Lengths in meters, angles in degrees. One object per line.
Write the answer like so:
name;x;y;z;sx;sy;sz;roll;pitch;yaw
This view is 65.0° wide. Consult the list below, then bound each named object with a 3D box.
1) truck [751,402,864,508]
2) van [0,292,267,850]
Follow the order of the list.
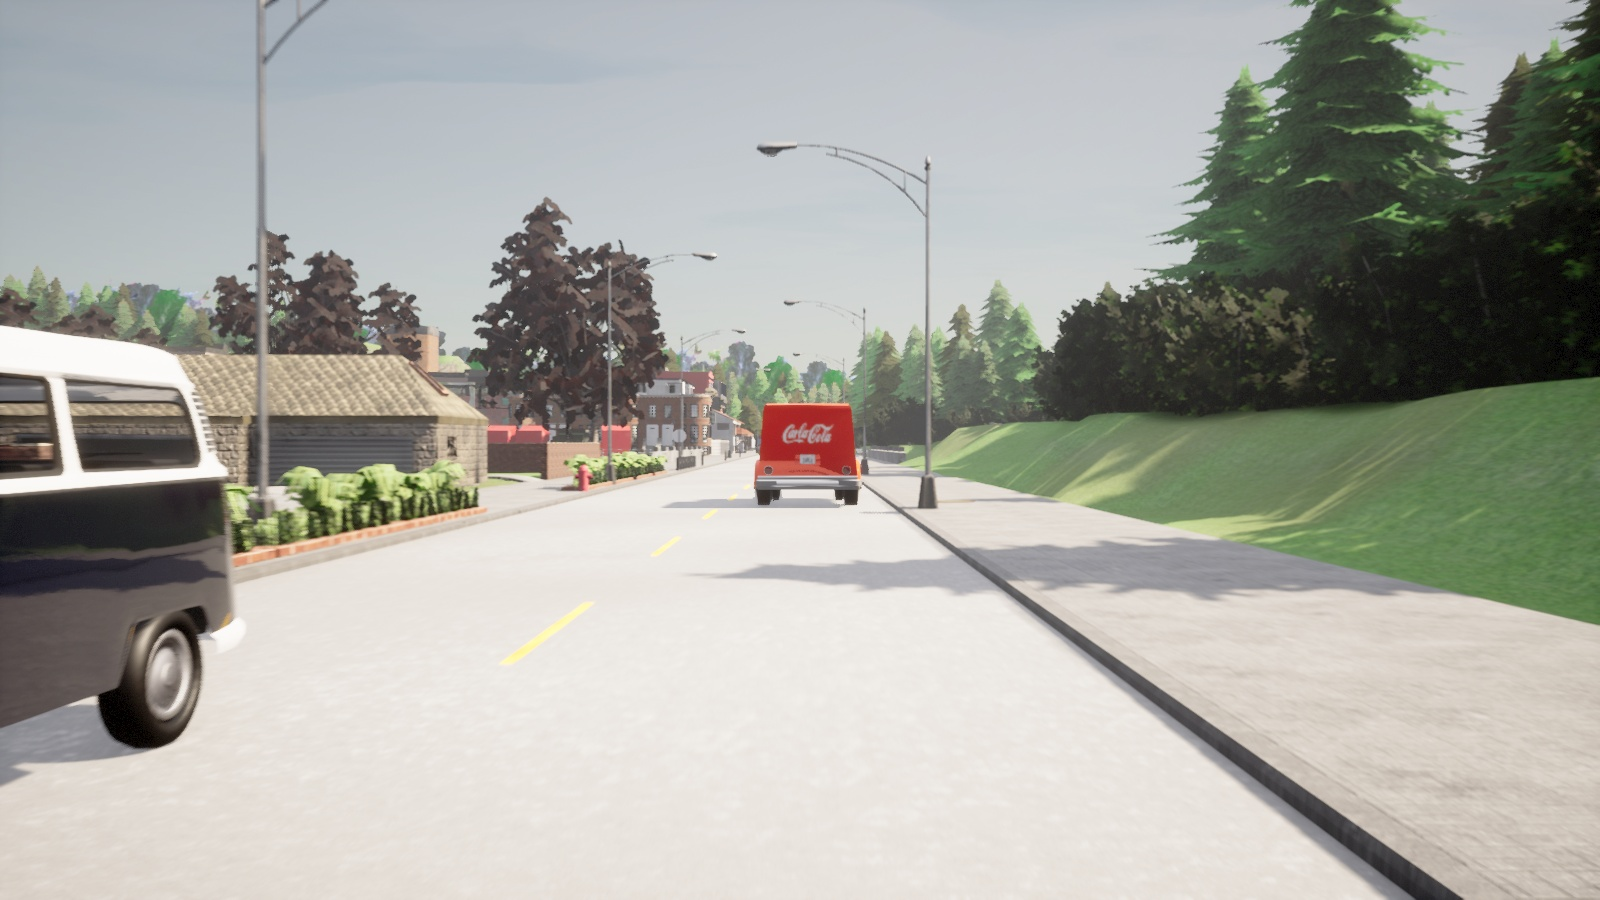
truck;0.190;0.091;31.810;2.627;2.467;5.204;0;0;0
van;-3.958;0.442;4.618;2.069;2.038;4.480;0;0;0
